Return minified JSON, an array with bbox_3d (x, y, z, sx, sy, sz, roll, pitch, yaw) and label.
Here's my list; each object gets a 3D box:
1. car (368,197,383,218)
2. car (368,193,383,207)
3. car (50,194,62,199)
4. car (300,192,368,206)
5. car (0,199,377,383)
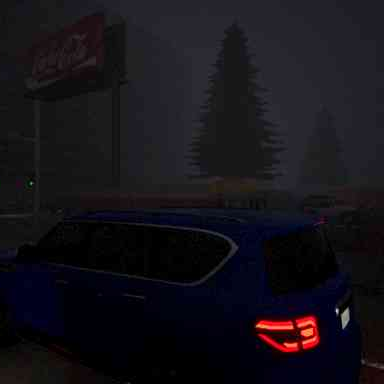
[{"bbox_3d":[11.109,1.338,24.067,4.193,1.474,1.816,0,0,35],"label":"car"},{"bbox_3d":[26.613,1.285,47.798,3.988,1.617,1.851,0,0,35],"label":"car"},{"bbox_3d":[-13.986,1.222,36.249,2.150,2.045,5.566,0,0,35],"label":"car"},{"bbox_3d":[9.169,1.149,22.010,3.866,1.878,1.905,0,0,35],"label":"car"},{"bbox_3d":[-0.795,1.222,4.566,5.566,2.045,2.150,0,0,36],"label":"car"}]
